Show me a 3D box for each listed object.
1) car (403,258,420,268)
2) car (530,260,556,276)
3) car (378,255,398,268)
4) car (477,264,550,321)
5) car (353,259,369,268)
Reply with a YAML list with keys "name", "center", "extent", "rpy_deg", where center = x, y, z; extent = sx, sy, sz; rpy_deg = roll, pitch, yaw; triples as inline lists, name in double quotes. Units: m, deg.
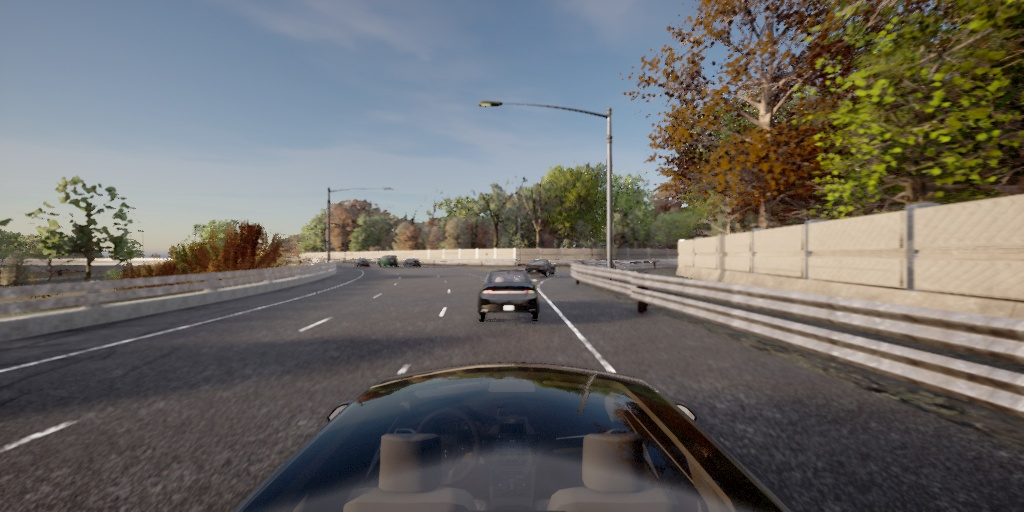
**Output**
- name: "car"
  center: [-16.613, 1.153, 59.339]
  extent: [1.837, 1.490, 4.892]
  rpy_deg: [0, 0, -31]
- name: "car"
  center: [2.799, 1.144, 33.576]
  extent: [1.882, 1.535, 5.008]
  rpy_deg: [0, 0, 20]
- name: "car"
  center: [-20.357, 0.879, 58.823]
  extent: [2.150, 2.045, 5.566]
  rpy_deg: [0, 0, -32]
- name: "car"
  center: [-0.118, 1.216, 12.349]
  extent: [2.128, 1.511, 4.902]
  rpy_deg: [0, 0, -1]
- name: "car"
  center: [-25.150, 1.171, 59.724]
  extent: [1.837, 1.490, 4.892]
  rpy_deg: [0, 0, -34]
